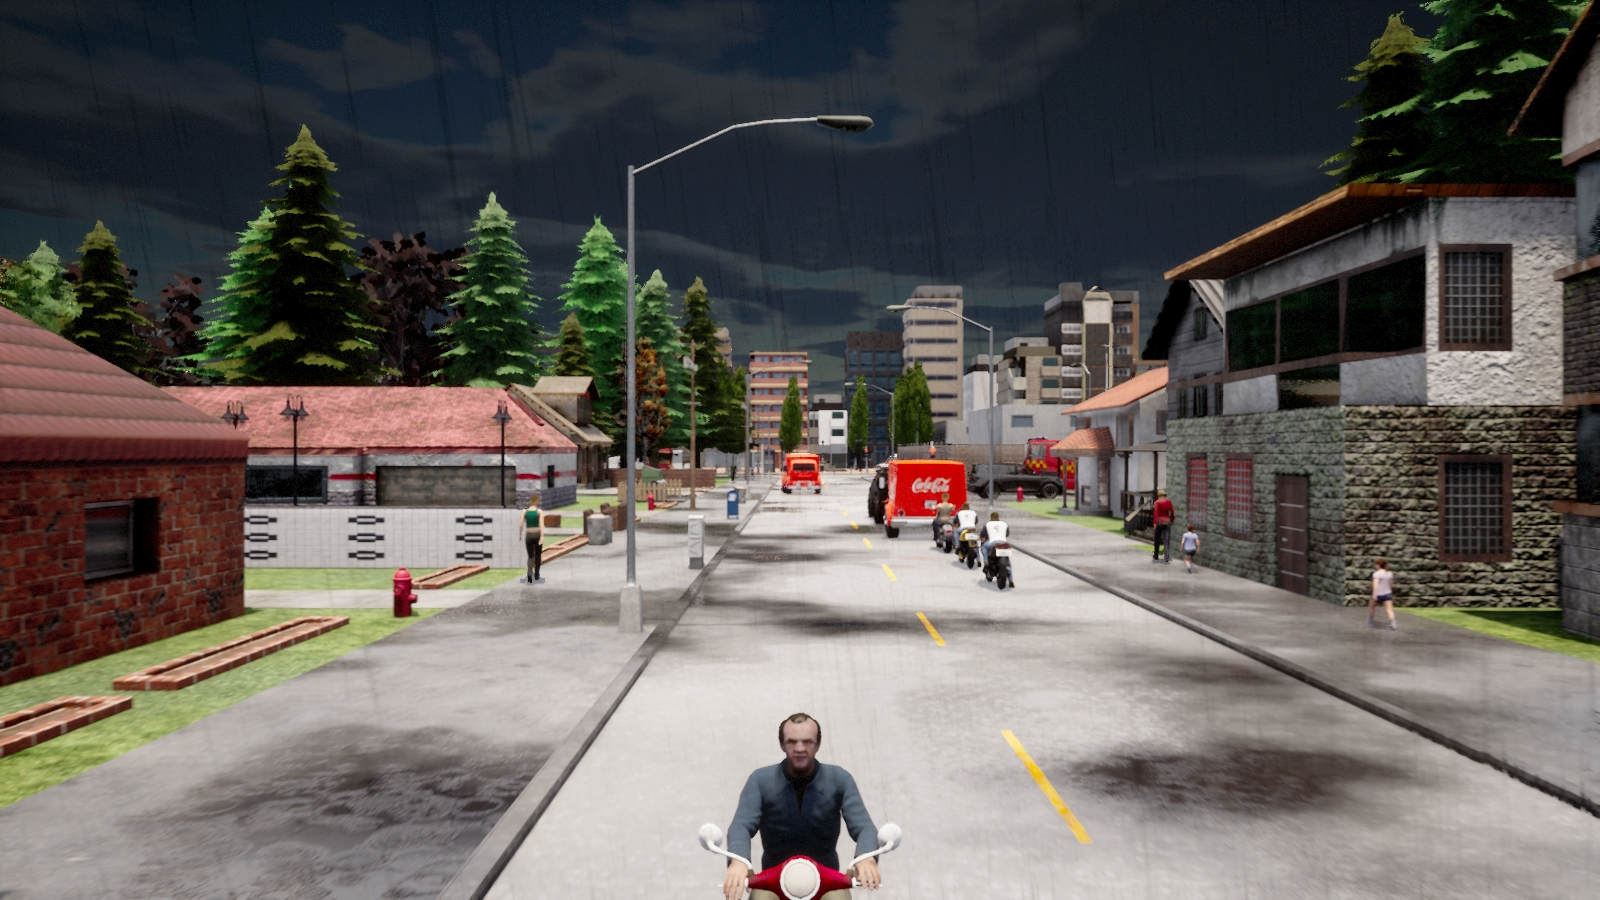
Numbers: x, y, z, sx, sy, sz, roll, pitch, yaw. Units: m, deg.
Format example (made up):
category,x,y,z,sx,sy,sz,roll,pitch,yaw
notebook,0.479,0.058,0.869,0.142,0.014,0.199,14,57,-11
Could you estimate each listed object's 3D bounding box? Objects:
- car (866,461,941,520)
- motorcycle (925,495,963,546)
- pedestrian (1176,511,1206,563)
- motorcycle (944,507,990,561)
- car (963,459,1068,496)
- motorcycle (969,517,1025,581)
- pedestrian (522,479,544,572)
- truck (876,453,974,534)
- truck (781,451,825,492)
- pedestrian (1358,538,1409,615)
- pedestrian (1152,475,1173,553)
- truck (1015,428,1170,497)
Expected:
category,x,y,z,sx,sy,sz,roll,pitch,yaw
car,3.999,1.534,45.095,2.390,2.098,6.274,0,0,0
motorcycle,4.004,1.950,31.829,0.764,1.277,2.356,0,0,0
pedestrian,8.582,1.904,25.083,0.500,1.100,0.500,0,0,2
motorcycle,4.001,1.993,27.493,0.803,1.145,2.033,0,0,0
car,12.251,1.560,65.252,5.566,2.045,2.150,0,0,-3
motorcycle,4.002,1.993,23.377,0.803,1.145,2.033,0,0,0
pedestrian,-5.396,1.524,23.120,0.375,1.860,0.375,0,0,-2
truck,4.006,1.348,37.541,2.627,2.467,5.204,0,0,0
truck,0.142,1.337,73.787,2.627,2.467,5.204,0,1,-2
pedestrian,8.826,1.902,17.280,0.500,1.100,0.500,0,0,-5
pedestrian,8.661,1.523,27.314,0.375,1.860,0.375,0,0,2
truck,17.564,0.681,68.771,8.468,3.827,2.891,2,0,27
